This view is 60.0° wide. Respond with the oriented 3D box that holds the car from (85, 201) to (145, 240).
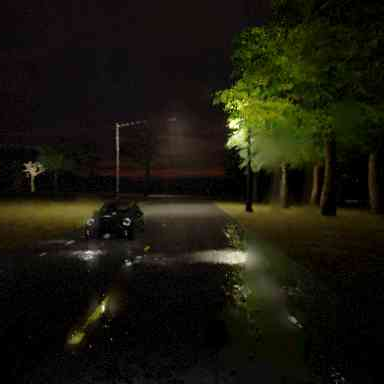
[{"bbox_3d":[-3.592,1.255,16.192,2.097,1.767,4.553,0,1,0],"label":"car"}]
